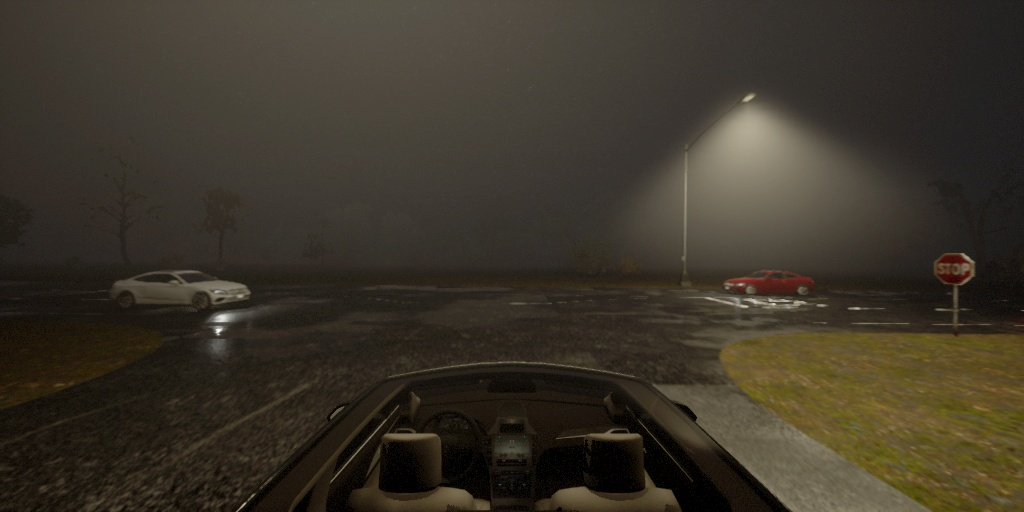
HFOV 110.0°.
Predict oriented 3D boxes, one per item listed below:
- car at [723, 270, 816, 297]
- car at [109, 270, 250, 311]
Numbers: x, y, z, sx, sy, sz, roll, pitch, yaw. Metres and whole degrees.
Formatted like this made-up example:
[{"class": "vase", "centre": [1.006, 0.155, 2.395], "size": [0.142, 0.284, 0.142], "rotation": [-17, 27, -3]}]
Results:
[{"class": "car", "centre": [14.755, 1.555, 20.668], "size": [4.674, 1.442, 1.812], "rotation": [0, 0, 1]}, {"class": "car", "centre": [-13.016, 1.285, 14.147], "size": [4.674, 1.442, 1.812], "rotation": [0, 0, 1]}]
